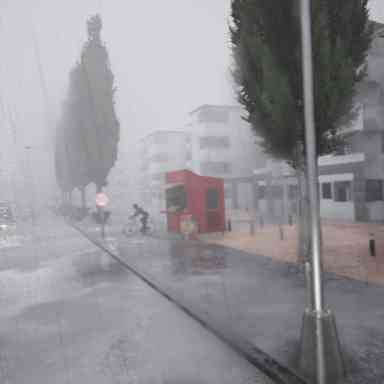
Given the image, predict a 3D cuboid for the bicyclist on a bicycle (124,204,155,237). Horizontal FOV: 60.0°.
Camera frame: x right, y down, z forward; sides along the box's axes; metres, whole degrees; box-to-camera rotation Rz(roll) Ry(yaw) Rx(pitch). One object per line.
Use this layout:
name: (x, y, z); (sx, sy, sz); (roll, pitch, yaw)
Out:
bicyclist on a bicycle: (-2.643, 1.403, 16.675); (1.656, 1.620, 0.582); (-3, 0, -25)

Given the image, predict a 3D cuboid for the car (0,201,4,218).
car: (-15.446, 1.831, 24.212); (2.150, 2.045, 5.566); (-3, 0, -25)

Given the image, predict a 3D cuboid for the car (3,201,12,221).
car: (-20.930, 2.027, 36.061); (2.150, 2.045, 5.566); (-3, 1, -25)
